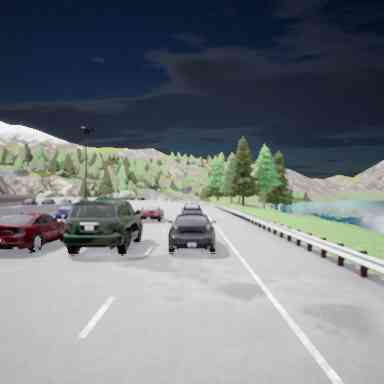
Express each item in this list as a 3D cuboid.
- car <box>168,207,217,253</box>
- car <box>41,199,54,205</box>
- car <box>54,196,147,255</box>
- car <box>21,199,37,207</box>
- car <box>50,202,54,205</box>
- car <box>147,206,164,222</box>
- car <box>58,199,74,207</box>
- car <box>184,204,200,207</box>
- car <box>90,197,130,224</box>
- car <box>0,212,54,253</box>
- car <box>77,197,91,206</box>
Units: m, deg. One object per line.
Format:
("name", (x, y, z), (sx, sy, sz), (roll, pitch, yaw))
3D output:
("car", (0.007, 1.643, 14.316), (1.837, 1.490, 4.892), (0, 0, 0))
("car", (-29.287, 2.138, 67.722), (1.837, 1.490, 4.892), (0, -1, -8))
("car", (-3.498, 1.349, 14.023), (2.150, 2.045, 5.566), (0, 0, 0))
("car", (-32.733, 2.154, 67.055), (1.812, 1.442, 4.674), (0, -1, -8))
("car", (-10.492, 1.803, 29.373), (1.812, 1.442, 4.674), (0, 0, 0))
("car", (-3.496, 1.875, 29.110), (1.895, 1.301, 4.718), (0, 0, 0))
("car", (-25.849, 2.169, 68.386), (2.128, 1.511, 4.902), (0, -1, -8))
("car", (0.007, 1.769, 29.300), (2.128, 1.511, 4.902), (0, 0, 0))
("car", (-6.997, 1.490, 29.021), (2.150, 2.045, 5.566), (0, 0, 0))
("car", (-6.991, 1.615, 14.481), (1.882, 1.535, 5.008), (0, 0, 0))
("car", (-22.415, 2.004, 69.081), (2.097, 1.767, 4.553), (0, -1, -8))
